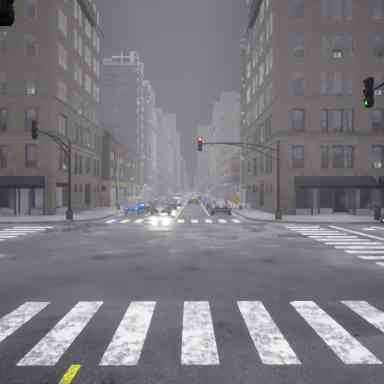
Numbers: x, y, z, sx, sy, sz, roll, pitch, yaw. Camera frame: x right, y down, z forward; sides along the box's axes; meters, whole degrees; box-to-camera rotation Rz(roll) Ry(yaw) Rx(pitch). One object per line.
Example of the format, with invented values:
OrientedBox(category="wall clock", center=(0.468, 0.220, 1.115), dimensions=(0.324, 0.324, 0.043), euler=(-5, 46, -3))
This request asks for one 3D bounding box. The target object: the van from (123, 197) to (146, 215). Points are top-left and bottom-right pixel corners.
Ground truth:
OrientedBox(category="van", center=(-5.748, 1.343, 33.376), dimensions=(1.690, 1.788, 3.998), euler=(0, 0, 0))

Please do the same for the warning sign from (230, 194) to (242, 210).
OrientedBox(category="warning sign", center=(5.199, 1.118, 39.336), dimensions=(1.300, 1.860, 1.060), euler=(0, 0, 0))

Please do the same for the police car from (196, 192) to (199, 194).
OrientedBox(category="police car", center=(1.064, 1.421, 79.446), dimensions=(1.930, 1.638, 5.238), euler=(0, 0, -1))

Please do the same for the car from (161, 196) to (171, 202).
OrientedBox(category="car", center=(-5.613, 1.543, 73.054), dimensions=(1.887, 1.381, 4.507), euler=(0, 0, 0))

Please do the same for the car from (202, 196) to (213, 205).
OrientedBox(category="car", center=(2.875, 1.527, 61.865), dimensions=(1.752, 1.417, 4.829), euler=(0, 0, 0))

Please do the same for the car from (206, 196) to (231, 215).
OrientedBox(category="car", center=(2.778, 1.442, 33.350), dimensions=(1.967, 1.590, 4.097), euler=(0, 0, 0))

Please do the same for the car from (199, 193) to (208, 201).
OrientedBox(category="car", center=(2.951, 1.309, 84.372), dimensions=(2.192, 1.841, 5.009), euler=(0, 0, 0))

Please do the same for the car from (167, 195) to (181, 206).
OrientedBox(category="car", center=(-2.953, 1.494, 43.762), dimensions=(2.128, 1.511, 4.902), euler=(0, 0, 0))

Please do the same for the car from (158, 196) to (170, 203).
OrientedBox(category="car", center=(-5.632, 1.566, 67.386), dimensions=(1.947, 1.339, 4.313), euler=(0, 0, 0))

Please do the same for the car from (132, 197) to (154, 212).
OrientedBox(category="car", center=(-5.729, 1.443, 39.045), dimensions=(1.967, 1.590, 4.097), euler=(0, 0, 0))

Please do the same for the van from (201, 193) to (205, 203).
OrientedBox(category="van", center=(2.855, 1.344, 56.026), dimensions=(1.690, 1.788, 3.998), euler=(0, 0, 0))

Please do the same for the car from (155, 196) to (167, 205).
OrientedBox(category="car", center=(-5.652, 1.527, 61.548), dimensions=(1.752, 1.417, 4.829), euler=(0, 0, 0))

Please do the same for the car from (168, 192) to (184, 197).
OrientedBox(category="car", center=(-2.904, 1.224, 54.492), dimensions=(2.150, 2.045, 5.566), euler=(0, 0, 0))

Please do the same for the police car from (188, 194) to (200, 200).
OrientedBox(category="police car", center=(0.595, 1.414, 95.369), dimensions=(1.930, 1.638, 5.238), euler=(0, 0, -16))

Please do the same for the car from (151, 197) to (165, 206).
OrientedBox(category="car", center=(-5.671, 1.568, 56.050), dimensions=(1.947, 1.339, 4.313), euler=(0, 0, 0))

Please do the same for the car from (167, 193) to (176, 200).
OrientedBox(category="car", center=(-5.555, 1.306, 90.059), dimensions=(2.192, 1.841, 5.009), euler=(0, 0, 0))

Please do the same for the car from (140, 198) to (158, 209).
OrientedBox(category="car", center=(-5.709, 1.569, 44.713), dimensions=(1.947, 1.339, 4.313), euler=(0, 0, 0))

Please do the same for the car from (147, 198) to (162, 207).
OrientedBox(category="car", center=(-5.690, 1.585, 50.381), dimensions=(1.802, 1.307, 4.206), euler=(0, 0, 0))

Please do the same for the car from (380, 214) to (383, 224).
OrientedBox(category="car", center=(14.355, 1.520, 20.697), dimensions=(4.892, 1.490, 1.837), euler=(0, 0, 0))

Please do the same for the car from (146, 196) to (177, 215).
OrientedBox(category="car", center=(-2.993, 1.493, 33.517), dimensions=(2.128, 1.511, 4.902), euler=(0, 0, 0))

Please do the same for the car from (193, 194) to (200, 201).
OrientedBox(category="car", center=(1.088, 1.448, 89.541), dimensions=(1.801, 1.575, 5.366), euler=(0, 0, 0))

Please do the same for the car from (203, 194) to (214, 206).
OrientedBox(category="car", center=(2.816, 1.443, 44.688), dimensions=(1.967, 1.590, 4.097), euler=(0, 0, 0))

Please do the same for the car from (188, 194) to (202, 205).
OrientedBox(category="car", center=(0.294, 1.528, 58.137), dimensions=(1.812, 1.442, 4.674), euler=(0, 0, 0))

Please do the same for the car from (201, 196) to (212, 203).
OrientedBox(category="car", center=(2.894, 1.551, 67.365), dimensions=(2.008, 1.369, 4.403), euler=(0, 0, 0))

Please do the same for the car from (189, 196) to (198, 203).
OrientedBox(category="car", center=(0.286, 1.601, 69.163), dimensions=(1.895, 1.301, 4.718), euler=(0, 0, 1))
